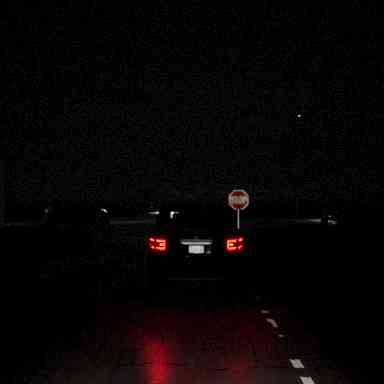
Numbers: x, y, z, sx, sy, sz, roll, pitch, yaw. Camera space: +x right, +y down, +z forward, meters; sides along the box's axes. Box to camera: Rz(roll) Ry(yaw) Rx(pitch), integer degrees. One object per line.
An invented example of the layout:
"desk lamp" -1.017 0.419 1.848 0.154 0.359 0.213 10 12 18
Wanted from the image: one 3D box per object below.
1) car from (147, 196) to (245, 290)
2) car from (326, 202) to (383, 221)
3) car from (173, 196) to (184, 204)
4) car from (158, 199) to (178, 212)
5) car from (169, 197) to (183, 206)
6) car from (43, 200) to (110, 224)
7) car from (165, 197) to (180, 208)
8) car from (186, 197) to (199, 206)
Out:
"car" 0.098 1.225 9.238 2.150 2.045 5.566 0 0 0
"car" 13.663 1.540 26.617 5.357 1.411 2.033 0 -1 -1
"car" -2.761 1.599 69.177 2.033 1.411 5.357 0 0 0
"car" -2.839 1.590 40.091 1.994 1.385 4.181 0 0 0
"car" -2.788 1.592 58.686 2.033 1.411 5.357 0 0 1
"car" -8.399 1.394 24.577 4.553 1.767 2.097 0 -1 -13
"car" -2.835 1.513 48.923 1.882 1.535 5.008 0 0 0
"car" 0.092 1.607 56.667 1.994 1.385 4.181 0 0 0
